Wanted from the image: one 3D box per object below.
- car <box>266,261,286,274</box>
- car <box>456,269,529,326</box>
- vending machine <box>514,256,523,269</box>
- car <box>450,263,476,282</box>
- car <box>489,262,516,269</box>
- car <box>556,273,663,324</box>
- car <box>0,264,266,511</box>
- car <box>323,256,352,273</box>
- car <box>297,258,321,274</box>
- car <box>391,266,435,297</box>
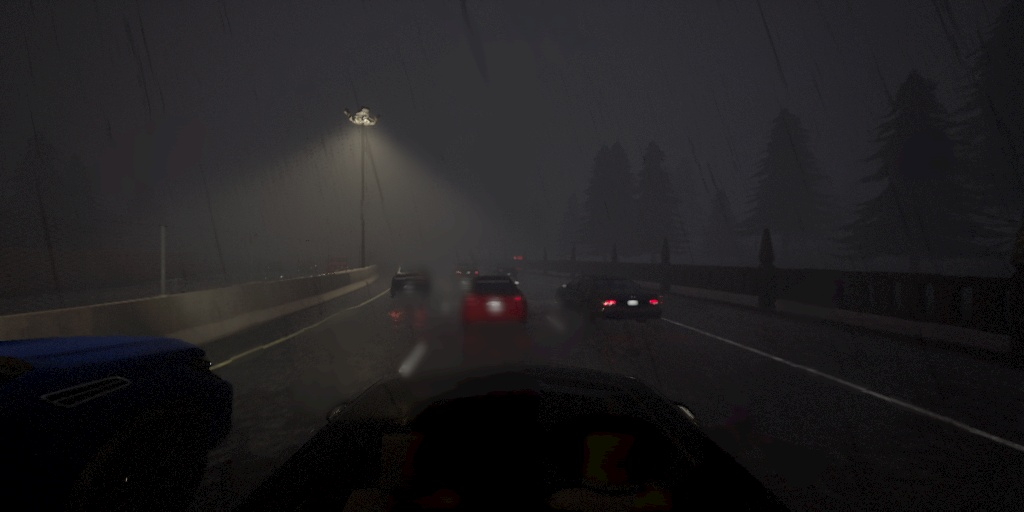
[{"bbox_3d":[-28.985,1.354,44.061,1.837,1.490,4.892,0,0,-29],"label":"car"},{"bbox_3d":[-0.649,1.315,11.822,1.994,1.385,4.181,0,0,-6],"label":"car"},{"bbox_3d":[0.877,0.934,49.357,1.100,2.100,0.880,0,0,-24],"label":"vending machine"},{"bbox_3d":[-3.945,1.307,29.418,2.033,1.411,5.357,0,0,-16],"label":"car"},{"bbox_3d":[-0.864,1.274,31.179,1.812,1.442,4.674,0,0,-16],"label":"car"},{"bbox_3d":[2.924,1.285,11.976,2.033,1.411,5.357,0,0,-6],"label":"car"},{"bbox_3d":[-3.504,0.985,0.720,2.150,2.045,5.566,0,0,0],"label":"car"},{"bbox_3d":[-17.914,1.030,37.139,2.150,2.045,5.566,0,0,-23],"label":"car"},{"bbox_3d":[-24.735,1.186,43.471,2.097,1.767,4.553,0,0,-27],"label":"car"},{"bbox_3d":[-5.184,1.258,18.996,2.128,1.511,4.902,0,0,-10],"label":"car"}]
